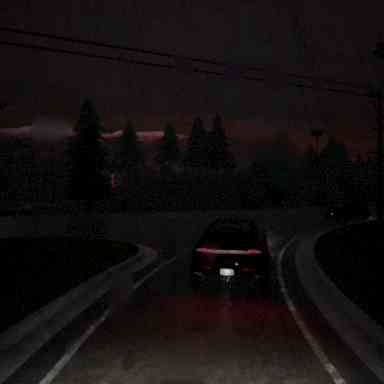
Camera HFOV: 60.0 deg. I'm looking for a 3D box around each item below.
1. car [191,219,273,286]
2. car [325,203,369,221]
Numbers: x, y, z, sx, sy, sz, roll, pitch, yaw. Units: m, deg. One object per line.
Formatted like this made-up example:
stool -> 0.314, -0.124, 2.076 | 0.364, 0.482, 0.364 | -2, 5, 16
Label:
car -> 1.257, 1.524, 9.588 | 2.128, 1.511, 4.902 | 0, 0, 12
car -> 13.136, 1.616, 28.165 | 4.674, 1.442, 1.812 | 0, -1, -36
